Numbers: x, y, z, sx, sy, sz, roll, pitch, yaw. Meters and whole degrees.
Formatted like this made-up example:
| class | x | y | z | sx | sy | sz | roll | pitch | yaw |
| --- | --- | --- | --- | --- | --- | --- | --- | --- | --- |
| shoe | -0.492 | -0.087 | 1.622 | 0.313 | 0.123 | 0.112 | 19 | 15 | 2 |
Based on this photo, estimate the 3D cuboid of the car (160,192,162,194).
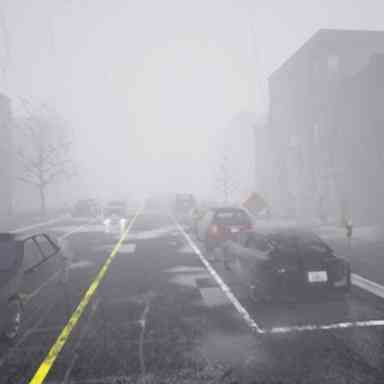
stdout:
| class | x | y | z | sx | sy | sz | roll | pitch | yaw |
| --- | --- | --- | --- | --- | --- | --- | --- | --- | --- |
| car | -4.068 | 1.124 | 57.330 | 1.887 | 1.381 | 4.507 | -2 | 1 | -7 |

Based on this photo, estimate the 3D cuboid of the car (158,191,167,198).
| class | x | y | z | sx | sy | sz | roll | pitch | yaw |
| --- | --- | --- | --- | --- | --- | --- | --- | --- | --- |
| car | -8.054 | 0.677 | 90.379 | 2.192 | 1.841 | 5.009 | -2 | 1 | -7 |

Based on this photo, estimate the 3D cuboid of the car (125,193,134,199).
| class | x | y | z | sx | sy | sz | roll | pitch | yaw |
| --- | --- | --- | --- | --- | --- | --- | --- | --- | --- |
| car | -15.706 | 1.005 | 83.869 | 1.967 | 1.590 | 4.097 | -2 | 1 | -7 |

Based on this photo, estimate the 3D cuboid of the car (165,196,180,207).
| class | x | y | z | sx | sy | sz | roll | pitch | yaw |
| --- | --- | --- | --- | --- | --- | --- | --- | --- | --- |
| car | -2.741 | 1.233 | 46.314 | 1.802 | 1.307 | 4.206 | -2 | 1 | -7 |

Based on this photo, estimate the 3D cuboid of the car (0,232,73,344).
| class | x | y | z | sx | sy | sz | roll | pitch | yaw |
| --- | --- | --- | --- | --- | --- | --- | --- | --- | --- |
| car | -3.787 | 1.567 | 6.574 | 2.033 | 1.411 | 5.357 | -1 | 1 | -7 |

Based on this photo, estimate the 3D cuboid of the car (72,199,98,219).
| class | x | y | z | sx | sy | sz | roll | pitch | yaw |
| --- | --- | --- | --- | --- | --- | --- | --- | --- | --- |
| car | -9.074 | 1.365 | 28.784 | 1.967 | 1.590 | 4.097 | -2 | 1 | -7 |

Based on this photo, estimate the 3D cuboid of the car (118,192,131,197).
| class | x | y | z | sx | sy | sz | roll | pitch | yaw |
| --- | --- | --- | --- | --- | --- | --- | --- | --- | --- |
| car | -13.050 | 1.260 | 61.836 | 2.008 | 1.369 | 4.403 | -2 | 1 | -7 |

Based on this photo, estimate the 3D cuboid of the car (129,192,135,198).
| class | x | y | z | sx | sy | sz | roll | pitch | yaw |
| --- | --- | --- | --- | --- | --- | --- | --- | --- | --- |
| car | -14.383 | 0.952 | 72.851 | 2.192 | 1.841 | 5.009 | -2 | 1 | -7 |

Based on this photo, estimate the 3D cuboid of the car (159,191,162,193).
| class | x | y | z | sx | sy | sz | roll | pitch | yaw |
| --- | --- | --- | --- | --- | --- | --- | --- | --- | --- |
| car | -5.394 | 1.089 | 68.347 | 1.802 | 1.307 | 4.206 | -2 | 1 | -7 |

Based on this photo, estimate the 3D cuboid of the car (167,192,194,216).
| class | x | y | z | sx | sy | sz | roll | pitch | yaw |
| --- | --- | --- | --- | --- | --- | --- | --- | --- | --- |
| car | -0.759 | 1.074 | 29.785 | 2.192 | 1.841 | 5.009 | -2 | 1 | -7 |

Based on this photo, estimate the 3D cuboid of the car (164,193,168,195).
| class | x | y | z | sx | sy | sz | roll | pitch | yaw |
| --- | --- | --- | --- | --- | --- | --- | --- | --- | --- |
| car | -2.082 | 1.127 | 40.803 | 1.967 | 1.590 | 4.097 | -2 | 1 | -7 |

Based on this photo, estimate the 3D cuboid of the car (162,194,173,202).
| class | x | y | z | sx | sy | sz | roll | pitch | yaw |
| --- | --- | --- | --- | --- | --- | --- | --- | --- | --- |
| car | -4.731 | 1.125 | 62.839 | 1.802 | 1.307 | 4.206 | -2 | 1 | -7 |

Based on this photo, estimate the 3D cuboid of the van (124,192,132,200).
| class | x | y | z | sx | sy | sz | roll | pitch | yaw |
| --- | --- | --- | --- | --- | --- | --- | --- | --- | --- |
| van | -15.046 | 0.942 | 78.359 | 1.690 | 1.788 | 3.998 | -2 | 1 | -7 |

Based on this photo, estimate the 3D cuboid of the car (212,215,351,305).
| class | x | y | z | sx | sy | sz | roll | pitch | yaw |
| --- | --- | --- | --- | --- | --- | --- | --- | --- | --- |
| car | 1.901 | 1.467 | 7.754 | 1.947 | 1.339 | 4.313 | -2 | 1 | -7 |

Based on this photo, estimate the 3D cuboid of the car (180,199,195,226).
| class | x | y | z | sx | sy | sz | roll | pitch | yaw |
| --- | --- | --- | --- | --- | --- | --- | --- | --- | --- |
| car | 0.553 | 1.354 | 18.939 | 1.752 | 1.417 | 4.829 | -2 | 1 | -7 |

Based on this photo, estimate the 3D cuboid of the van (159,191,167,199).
| class | x | y | z | sx | sy | sz | roll | pitch | yaw |
| --- | --- | --- | --- | --- | --- | --- | --- | --- | --- |
| van | -7.391 | 0.740 | 84.870 | 1.690 | 1.788 | 3.998 | -2 | 1 | -7 |

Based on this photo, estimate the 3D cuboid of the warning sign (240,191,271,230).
| class | x | y | z | sx | sy | sz | roll | pitch | yaw |
| --- | --- | --- | --- | --- | --- | --- | --- | --- | --- |
| warning sign | 3.194 | 0.912 | 16.914 | 1.300 | 1.860 | 1.060 | -1 | 1 | -7 |

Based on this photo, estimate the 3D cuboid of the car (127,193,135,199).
| class | x | y | z | sx | sy | sz | roll | pitch | yaw |
| --- | --- | --- | --- | --- | --- | --- | --- | --- | --- |
| car | -16.367 | 1.073 | 89.378 | 1.887 | 1.381 | 4.507 | -2 | 1 | -7 |

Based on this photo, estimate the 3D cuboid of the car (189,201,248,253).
| class | x | y | z | sx | sy | sz | roll | pitch | yaw |
| --- | --- | --- | --- | --- | --- | --- | --- | --- | --- |
| car | 1.234 | 1.306 | 13.261 | 1.967 | 1.590 | 4.097 | -2 | 1 | -7 |

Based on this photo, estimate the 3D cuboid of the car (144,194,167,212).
| class | x | y | z | sx | sy | sz | roll | pitch | yaw |
| --- | --- | --- | --- | --- | --- | --- | --- | --- | --- |
| car | -4.124 | 1.260 | 35.746 | 2.128 | 1.511 | 4.902 | -1 | 0 | -6 |

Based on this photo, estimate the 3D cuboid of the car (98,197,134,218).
| class | x | y | z | sx | sy | sz | roll | pitch | yaw |
| --- | --- | --- | --- | --- | --- | --- | --- | --- | --- |
| car | -6.443 | 1.423 | 28.780 | 2.033 | 1.411 | 5.357 | -1 | 0 | -7 |

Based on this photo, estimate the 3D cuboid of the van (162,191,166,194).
| class | x | y | z | sx | sy | sz | roll | pitch | yaw |
| --- | --- | --- | --- | --- | --- | --- | --- | --- | --- |
| van | -3.411 | 0.956 | 51.820 | 1.690 | 1.788 | 3.998 | -2 | 1 | -7 |
